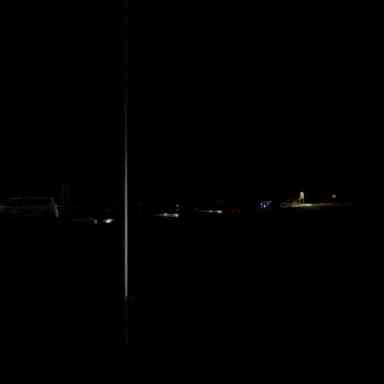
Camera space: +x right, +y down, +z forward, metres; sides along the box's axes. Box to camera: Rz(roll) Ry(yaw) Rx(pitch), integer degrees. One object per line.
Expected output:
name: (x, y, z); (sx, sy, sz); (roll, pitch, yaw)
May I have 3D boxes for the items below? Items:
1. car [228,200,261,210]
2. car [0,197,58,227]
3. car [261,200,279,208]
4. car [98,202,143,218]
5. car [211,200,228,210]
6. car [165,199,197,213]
car: (7.792, 1.914, 49.400); (2.128, 1.511, 4.902); (-1, -1, 35)
car: (-12.817, 1.379, 24.837); (2.150, 2.045, 5.566); (-1, -1, 34)
car: (13.485, 2.113, 57.666); (1.895, 1.301, 4.718); (-1, -1, 35)
car: (-7.064, 1.730, 33.105); (1.882, 1.535, 5.008); (-1, -1, 35)
car: (4.616, 1.965, 49.828); (1.812, 1.442, 4.674); (-1, -1, 36)
car: (-1.282, 1.698, 41.424); (2.097, 1.767, 4.553); (-1, -1, 35)
